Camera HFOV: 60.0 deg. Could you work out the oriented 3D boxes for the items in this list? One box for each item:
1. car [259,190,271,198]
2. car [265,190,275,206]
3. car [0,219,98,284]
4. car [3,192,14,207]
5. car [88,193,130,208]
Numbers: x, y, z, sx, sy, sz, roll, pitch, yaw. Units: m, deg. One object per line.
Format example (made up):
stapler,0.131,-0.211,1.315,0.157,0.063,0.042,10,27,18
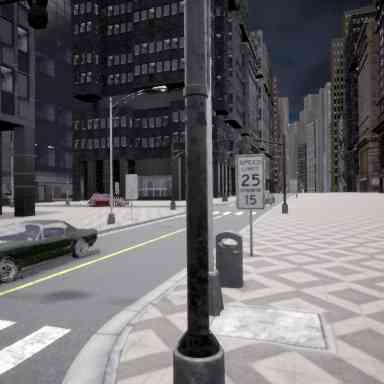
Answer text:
car,14.699,0.442,66.806,1.837,1.490,4.892,-1,1,19
car,8.483,0.824,39.738,1.837,1.490,4.892,3,2,32
car,-4.759,1.507,9.536,1.895,1.301,4.718,-1,1,17
car,-23.815,0.948,42.176,5.566,2.045,2.150,-1,-1,19
car,-9.202,0.934,37.163,4.553,1.767,2.097,-1,0,19
